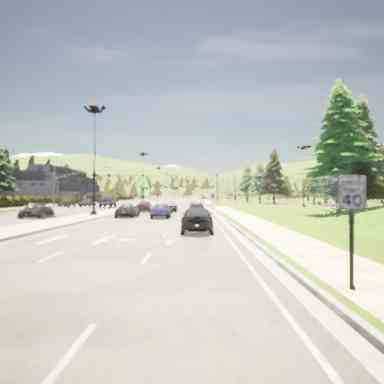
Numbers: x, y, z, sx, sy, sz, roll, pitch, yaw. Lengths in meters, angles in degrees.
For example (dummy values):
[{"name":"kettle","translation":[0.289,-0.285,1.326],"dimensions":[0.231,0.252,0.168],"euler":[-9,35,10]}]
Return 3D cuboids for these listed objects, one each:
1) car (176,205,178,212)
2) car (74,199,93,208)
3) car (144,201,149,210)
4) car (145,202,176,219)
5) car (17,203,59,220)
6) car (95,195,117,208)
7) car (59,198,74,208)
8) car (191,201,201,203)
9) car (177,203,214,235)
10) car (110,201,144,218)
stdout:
[{"name":"car","translation":[-2.983,2.094,46.107],"dimensions":[1.895,1.301,4.718],"euler":[0,-1,1]},{"name":"car","translation":[-18.045,1.892,57.690],"dimensions":[2.033,1.411,5.357],"euler":[0,-1,-1]},{"name":"car","translation":[-6.491,2.000,46.002],"dimensions":[1.812,1.442,4.674],"euler":[0,0,1]},{"name":"car","translation":[-3.087,1.902,33.518],"dimensions":[2.033,1.411,5.357],"euler":[0,-1,1]},{"name":"car","translation":[-14.719,1.840,31.601],"dimensions":[1.994,1.385,4.181],"euler":[0,-1,1]},{"name":"car","translation":[-14.543,1.595,57.719],"dimensions":[2.150,2.045,5.566],"euler":[0,-1,-1]},{"name":"car","translation":[-21.544,1.858,57.635],"dimensions":[1.812,1.442,4.674],"euler":[0,-1,-1]},{"name":"car","translation":[0.562,1.977,43.821],"dimensions":[2.128,1.511,4.902],"euler":[0,-1,1]},{"name":"car","translation":[0.315,1.708,20.702],"dimensions":[1.882,1.535,5.008],"euler":[0,0,1]},{"name":"car","translation":[-6.577,1.907,34.101],"dimensions":[1.994,1.385,4.181],"euler":[0,-1,1]}]
